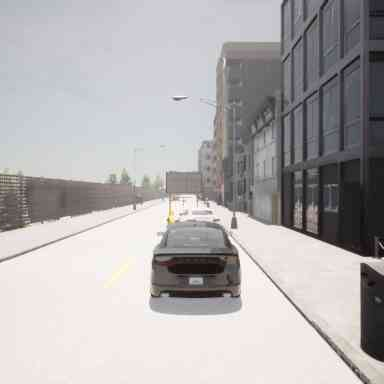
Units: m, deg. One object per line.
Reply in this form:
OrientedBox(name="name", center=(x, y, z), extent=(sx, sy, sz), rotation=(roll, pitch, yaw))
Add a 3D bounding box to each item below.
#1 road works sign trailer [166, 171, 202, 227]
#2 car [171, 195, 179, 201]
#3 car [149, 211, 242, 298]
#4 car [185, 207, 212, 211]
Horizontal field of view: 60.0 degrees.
OrientedBox(name="road works sign trailer", center=(-0.558, 0.464, 21.415), extent=(2.380, 3.560, 2.880), rotation=(0, 0, -17))
OrientedBox(name="car", center=(-4.257, 1.477, 85.265), extent=(1.882, 1.535, 5.008), rotation=(0, 0, 0))
OrientedBox(name="car", center=(0.073, 1.478, 8.560), extent=(1.882, 1.535, 5.008), rotation=(0, 0, 0))
OrientedBox(name="car", center=(0.332, 1.541, 17.916), extent=(1.812, 1.442, 4.674), rotation=(0, -1, -7))
